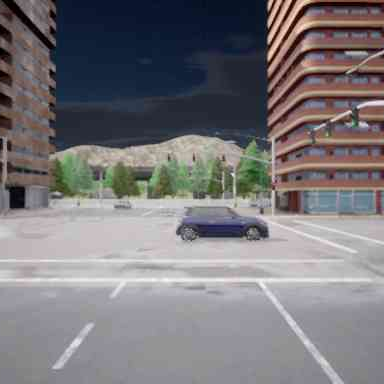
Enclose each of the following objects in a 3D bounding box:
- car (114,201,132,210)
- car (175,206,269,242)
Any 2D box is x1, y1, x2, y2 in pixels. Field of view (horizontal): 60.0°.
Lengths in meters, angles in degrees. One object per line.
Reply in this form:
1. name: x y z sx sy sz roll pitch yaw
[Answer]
1. car: -10.535 1.990 50.833 1.895 1.301 4.718 0 0 1
2. car: 1.460 1.474 16.540 4.553 1.767 2.097 0 0 0
